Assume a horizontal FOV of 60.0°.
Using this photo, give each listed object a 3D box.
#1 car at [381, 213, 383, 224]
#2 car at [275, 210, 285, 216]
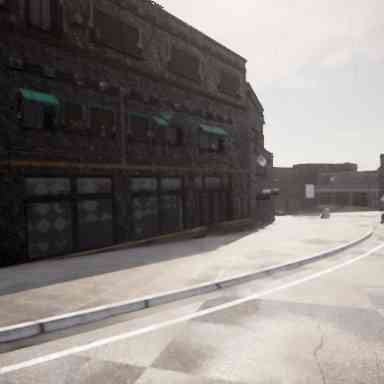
[{"bbox_3d":[18.087,2.192,29.476,1.812,1.442,4.674,-1,-3,20],"label":"car"},{"bbox_3d":[18.230,4.475,69.863,1.882,1.535,5.008,-2,-4,-20],"label":"car"}]
